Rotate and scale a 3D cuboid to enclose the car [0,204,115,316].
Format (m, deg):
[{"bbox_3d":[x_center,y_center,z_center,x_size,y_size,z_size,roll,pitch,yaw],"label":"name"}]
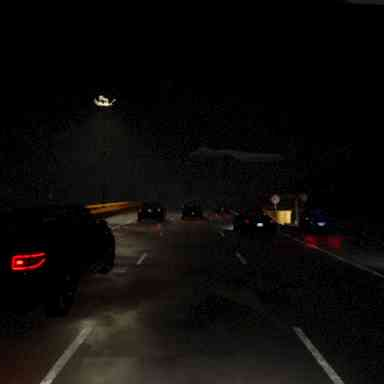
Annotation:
[{"bbox_3d":[-3.400,1.288,7.765,2.150,2.045,5.566,0,0,0],"label":"car"}]

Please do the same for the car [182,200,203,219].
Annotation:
[{"bbox_3d":[0.067,1.731,31.704,1.882,1.535,5.008,0,0,0],"label":"car"}]

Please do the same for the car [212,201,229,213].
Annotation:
[{"bbox_3d":[3.553,1.854,41.361,1.812,1.442,4.674,0,0,0],"label":"car"}]

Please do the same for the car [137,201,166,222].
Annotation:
[{"bbox_3d":[-3.430,1.587,29.124,2.097,1.767,4.553,0,-1,0],"label":"car"}]

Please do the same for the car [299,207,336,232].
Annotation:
[{"bbox_3d":[7.992,1.691,21.288,1.812,1.442,4.674,-1,-1,15],"label":"car"}]

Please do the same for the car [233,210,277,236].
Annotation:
[{"bbox_3d":[3.585,1.718,19.529,1.994,1.385,4.181,0,0,0],"label":"car"}]

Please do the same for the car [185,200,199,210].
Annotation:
[{"bbox_3d":[-0.011,1.969,52.795,2.033,1.411,5.357,0,0,-1],"label":"car"}]
